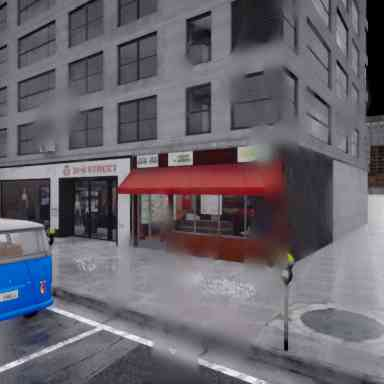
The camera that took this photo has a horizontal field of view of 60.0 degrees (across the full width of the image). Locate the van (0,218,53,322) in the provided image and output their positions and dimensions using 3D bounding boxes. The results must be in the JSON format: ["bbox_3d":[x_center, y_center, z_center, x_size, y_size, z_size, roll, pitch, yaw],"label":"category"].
[{"bbox_3d":[-4.280,1.340,6.130,3.998,1.788,1.690,0,0,35],"label":"van"}]
